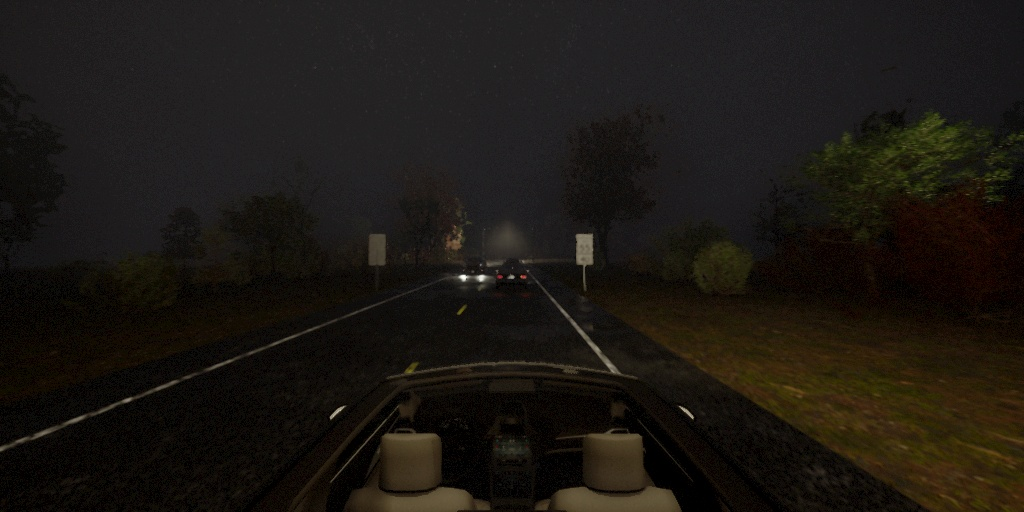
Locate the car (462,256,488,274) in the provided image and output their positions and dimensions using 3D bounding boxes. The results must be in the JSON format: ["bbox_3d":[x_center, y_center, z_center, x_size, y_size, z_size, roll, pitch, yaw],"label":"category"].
[{"bbox_3d":[-3.525,0.806,34.558,2.097,1.767,4.553,0,1,0],"label":"car"}]

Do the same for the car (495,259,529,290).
[{"bbox_3d":[0.010,1.112,20.862,2.033,1.411,5.357,0,1,1],"label":"car"}]
